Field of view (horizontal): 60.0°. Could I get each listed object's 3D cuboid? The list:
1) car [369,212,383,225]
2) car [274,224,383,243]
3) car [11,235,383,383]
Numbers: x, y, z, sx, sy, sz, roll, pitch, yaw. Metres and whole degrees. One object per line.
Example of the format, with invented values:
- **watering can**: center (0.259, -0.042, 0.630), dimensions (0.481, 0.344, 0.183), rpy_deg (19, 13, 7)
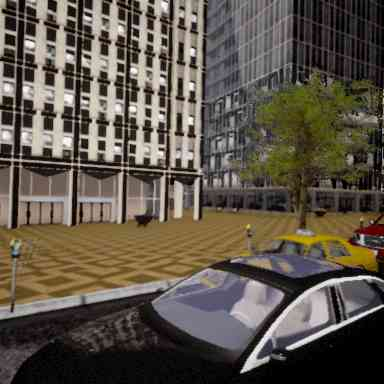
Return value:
- **car**: center (7.312, 1.439, 10.953), dimensions (5.009, 1.841, 2.192), rpy_deg (1, 1, -33)
- **car**: center (2.449, 1.589, 7.722), dimensions (4.829, 1.417, 1.752), rpy_deg (1, 1, -34)
- **car**: center (0.756, 1.516, 3.530), dimensions (4.902, 1.511, 2.128), rpy_deg (1, 0, -35)
